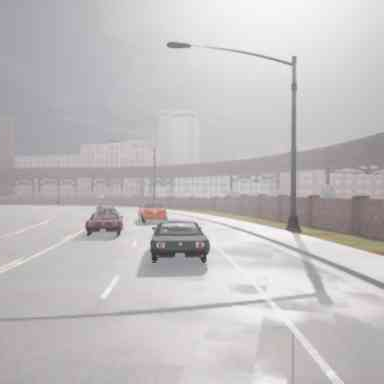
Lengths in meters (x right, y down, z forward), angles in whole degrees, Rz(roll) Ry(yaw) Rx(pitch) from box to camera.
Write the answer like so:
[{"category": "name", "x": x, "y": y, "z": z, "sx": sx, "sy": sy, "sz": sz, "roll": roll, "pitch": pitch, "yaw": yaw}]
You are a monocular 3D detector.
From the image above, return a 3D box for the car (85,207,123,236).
[{"category": "car", "x": -5.089, "y": 1.777, "z": 19.833, "sx": 1.895, "sy": 1.301, "sz": 4.718, "roll": 0, "pitch": -1, "yaw": -10}]

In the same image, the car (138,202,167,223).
[{"category": "car", "x": -3.514, "y": 1.649, "z": 28.941, "sx": 2.097, "sy": 1.767, "sz": 4.553, "roll": 0, "pitch": -1, "yaw": -14}]

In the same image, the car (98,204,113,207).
[{"category": "car", "x": -9.669, "y": 2.010, "z": 36.946, "sx": 1.895, "sy": 1.301, "sz": 4.718, "roll": 0, "pitch": -1, "yaw": -21}]

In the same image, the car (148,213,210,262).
[{"category": "car", "x": -0.561, "y": 1.682, "z": 12.386, "sx": 1.895, "sy": 1.301, "sz": 4.718, "roll": 0, "pitch": -1, "yaw": -5}]
